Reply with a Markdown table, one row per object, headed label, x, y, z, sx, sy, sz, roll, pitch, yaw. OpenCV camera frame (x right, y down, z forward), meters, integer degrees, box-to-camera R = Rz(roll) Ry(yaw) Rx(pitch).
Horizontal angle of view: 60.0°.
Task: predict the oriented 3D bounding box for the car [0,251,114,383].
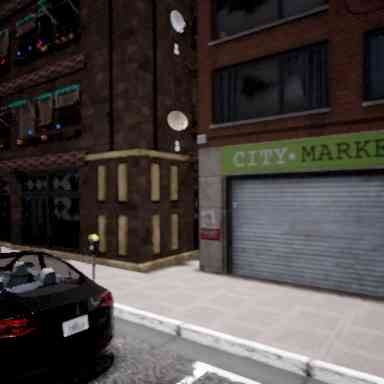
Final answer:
| label | x | y | z | sx | sy | sz | roll | pitch | yaw |
| --- | --- | --- | --- | --- | --- | --- | --- | --- | --- |
| car | -3.032 | 1.581 | 5.046 | 4.313 | 1.339 | 1.947 | 0 | -1 | 36 |
